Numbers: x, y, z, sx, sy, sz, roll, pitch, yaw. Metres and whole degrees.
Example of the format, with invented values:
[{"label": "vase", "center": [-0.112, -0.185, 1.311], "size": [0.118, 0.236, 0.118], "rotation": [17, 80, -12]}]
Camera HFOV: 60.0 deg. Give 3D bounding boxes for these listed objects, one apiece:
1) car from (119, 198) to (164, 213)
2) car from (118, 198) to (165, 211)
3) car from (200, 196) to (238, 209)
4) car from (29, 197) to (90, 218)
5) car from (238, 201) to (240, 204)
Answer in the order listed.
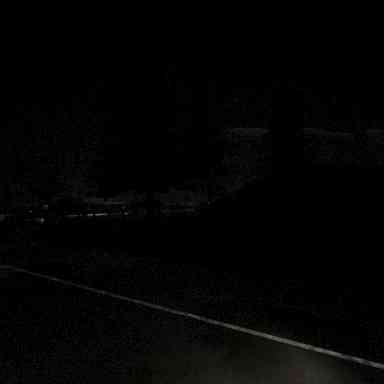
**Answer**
[{"label": "car", "center": [-5.233, 1.406, 35.812], "size": [4.902, 1.511, 2.128], "rotation": [0, 0, -42]}, {"label": "car", "center": [-5.985, 1.448, 39.908], "size": [5.357, 1.411, 2.033], "rotation": [0, 0, -42]}, {"label": "car", "center": [3.168, 1.280, 42.612], "size": [4.553, 1.767, 2.097], "rotation": [0, 0, -35]}, {"label": "car", "center": [-11.435, 1.260, 29.394], "size": [2.097, 1.767, 4.553], "rotation": [0, 0, 41]}, {"label": "car", "center": [4.567, 1.520, 47.848], "size": [4.718, 1.301, 1.895], "rotation": [0, 0, -32]}]
